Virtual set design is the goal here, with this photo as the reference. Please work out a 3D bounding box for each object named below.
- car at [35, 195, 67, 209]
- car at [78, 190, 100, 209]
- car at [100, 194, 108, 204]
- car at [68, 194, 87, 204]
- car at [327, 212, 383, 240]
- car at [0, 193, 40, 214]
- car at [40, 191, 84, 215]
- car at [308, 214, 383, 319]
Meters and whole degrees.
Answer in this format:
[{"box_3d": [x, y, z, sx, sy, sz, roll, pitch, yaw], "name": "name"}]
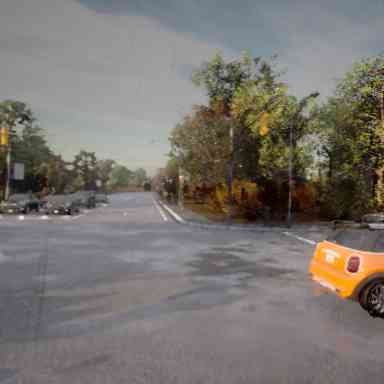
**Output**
[{"box_3d": [-16.079, 1.080, 38.271, 2.033, 1.411, 5.357, 2, 0, -7], "name": "car"}, {"box_3d": [-12.625, 0.844, 38.888, 2.150, 2.045, 5.566, 2, 0, -7], "name": "car"}, {"box_3d": [-14.423, 1.067, 52.819, 1.837, 1.490, 4.892, 2, 0, -7], "name": "car"}, {"box_3d": [-17.811, 0.997, 51.773, 1.812, 1.442, 4.674, 2, 0, -7], "name": "car"}, {"box_3d": [10.135, 1.851, 18.246, 4.718, 1.301, 1.895, 2, 0, -4], "name": "car"}, {"box_3d": [-14.828, 0.927, 28.885, 2.097, 1.767, 4.553, 2, 0, -8], "name": "car"}, {"box_3d": [-11.365, 1.019, 29.391, 2.097, 1.767, 4.553, 2, 0, -8], "name": "car"}, {"box_3d": [5.032, 1.477, 7.210, 4.553, 1.767, 2.097, 2, 0, -4], "name": "car"}]
